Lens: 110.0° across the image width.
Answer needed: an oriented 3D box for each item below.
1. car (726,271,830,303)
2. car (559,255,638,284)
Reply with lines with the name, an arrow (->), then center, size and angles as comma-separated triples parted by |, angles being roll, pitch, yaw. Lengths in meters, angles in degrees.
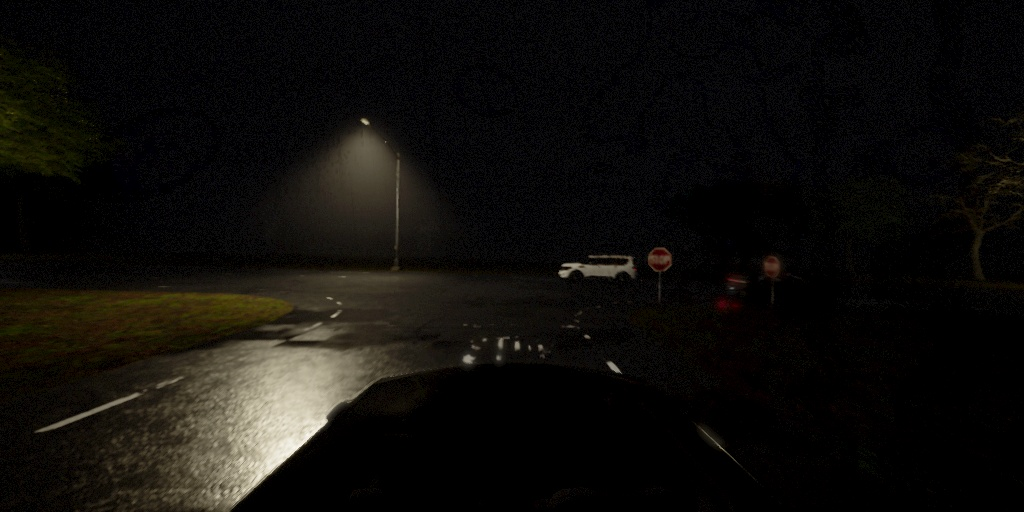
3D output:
car -> 14.240, 1.597, 19.253 | 4.902, 1.511, 2.128 | 2, 2, 0
car -> 6.302, 0.957, 26.279 | 5.566, 2.045, 2.150 | 2, 2, 0
